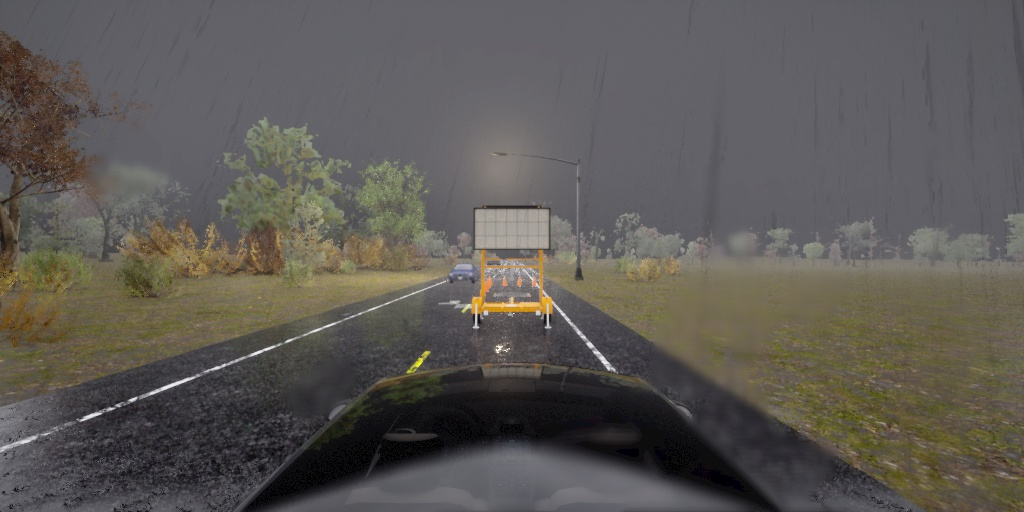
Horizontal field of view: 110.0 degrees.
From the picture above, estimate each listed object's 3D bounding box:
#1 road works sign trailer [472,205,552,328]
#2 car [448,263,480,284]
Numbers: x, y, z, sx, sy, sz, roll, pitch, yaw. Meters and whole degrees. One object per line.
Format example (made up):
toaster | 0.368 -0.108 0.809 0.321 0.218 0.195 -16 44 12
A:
road works sign trailer | 0.001 0.216 11.340 2.380 3.560 2.880 0 0 0
car | -3.611 1.283 27.418 1.812 1.442 4.674 0 0 0
